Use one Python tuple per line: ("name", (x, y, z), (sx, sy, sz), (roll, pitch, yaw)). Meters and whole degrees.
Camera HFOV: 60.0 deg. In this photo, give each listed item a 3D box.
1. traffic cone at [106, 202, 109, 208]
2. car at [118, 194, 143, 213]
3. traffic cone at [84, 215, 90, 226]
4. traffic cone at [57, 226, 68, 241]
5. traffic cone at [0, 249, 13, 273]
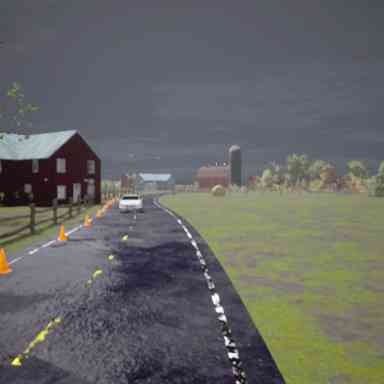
("traffic cone", (-7.354, 1.340, 28.071), (0.340, 0.580, 0.340), (0, 1, -11))
("car", (-5.104, 0.915, 27.686), (1.812, 1.442, 4.674), (0, 1, -10))
("traffic cone", (-5.785, 1.549, 18.367), (0.340, 0.580, 0.340), (0, 1, -7))
("traffic cone", (-5.246, 1.656, 13.481), (0.340, 0.580, 0.340), (0, 1, -5))
("traffic cone", (-4.870, 1.763, 8.580), (0.340, 0.580, 0.340), (0, 1, -3))
